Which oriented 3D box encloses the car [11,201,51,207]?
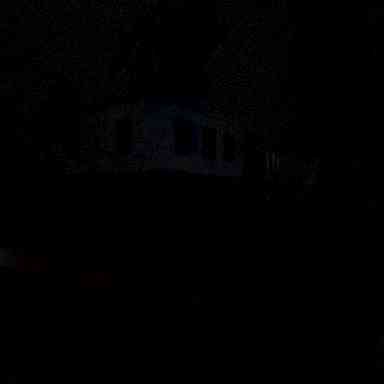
[{"bbox_3d":[-14.724,1.528,29.203,2.033,1.411,5.357,0,0,29],"label":"car"}]
